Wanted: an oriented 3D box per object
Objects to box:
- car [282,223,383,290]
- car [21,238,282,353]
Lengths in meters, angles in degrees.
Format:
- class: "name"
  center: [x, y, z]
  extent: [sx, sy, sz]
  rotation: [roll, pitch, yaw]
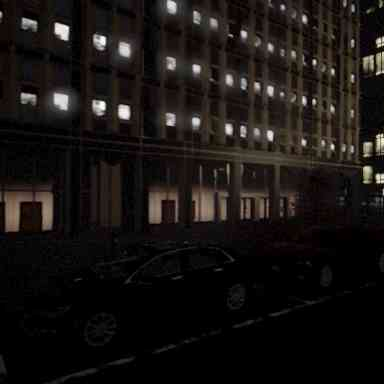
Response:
- class: "car"
  center: [3.849, 1.604, 9.298]
  extent: [4.507, 1.381, 1.887]
  rotation: [0, 0, -35]
- class: "car"
  center: [-0.659, 1.571, 6.084]
  extent: [4.403, 1.369, 2.008]
  rotation: [0, 0, -35]
